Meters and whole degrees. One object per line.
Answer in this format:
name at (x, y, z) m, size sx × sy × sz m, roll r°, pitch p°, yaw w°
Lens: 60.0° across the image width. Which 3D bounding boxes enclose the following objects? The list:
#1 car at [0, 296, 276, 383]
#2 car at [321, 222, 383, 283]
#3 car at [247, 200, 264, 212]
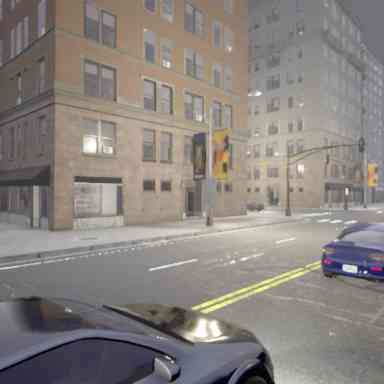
car at (-1.076, 1.567, 2.535) m, size 1.994 × 1.385 × 4.181 m, roll 0°, pitch 0°, yaw 43°
car at (5.109, 1.548, 9.109) m, size 1.812 × 1.442 × 4.674 m, roll 0°, pitch 0°, yaw 43°
car at (6.527, 1.622, 39.956) m, size 4.181 × 1.385 × 1.994 m, roll 0°, pitch 0°, yaw 43°
